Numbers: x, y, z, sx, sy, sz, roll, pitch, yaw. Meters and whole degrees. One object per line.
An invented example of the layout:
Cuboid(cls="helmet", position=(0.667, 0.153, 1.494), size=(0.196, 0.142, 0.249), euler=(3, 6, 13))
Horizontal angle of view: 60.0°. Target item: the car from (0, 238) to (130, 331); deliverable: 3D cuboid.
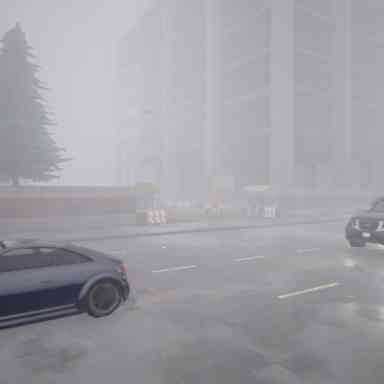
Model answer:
Cuboid(cls="car", position=(-3.246, 1.564, 5.919), size=(4.181, 1.385, 1.994), euler=(0, 0, -35))

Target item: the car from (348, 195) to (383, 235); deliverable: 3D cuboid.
Cuboid(cls="car", position=(11.936, 1.223, 19.713), size=(5.566, 2.045, 2.150), euler=(0, 0, -32))

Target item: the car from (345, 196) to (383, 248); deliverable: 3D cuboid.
Cuboid(cls="car", position=(8.680, 1.223, 13.573), size=(5.566, 2.045, 2.150), euler=(0, 0, -32))
